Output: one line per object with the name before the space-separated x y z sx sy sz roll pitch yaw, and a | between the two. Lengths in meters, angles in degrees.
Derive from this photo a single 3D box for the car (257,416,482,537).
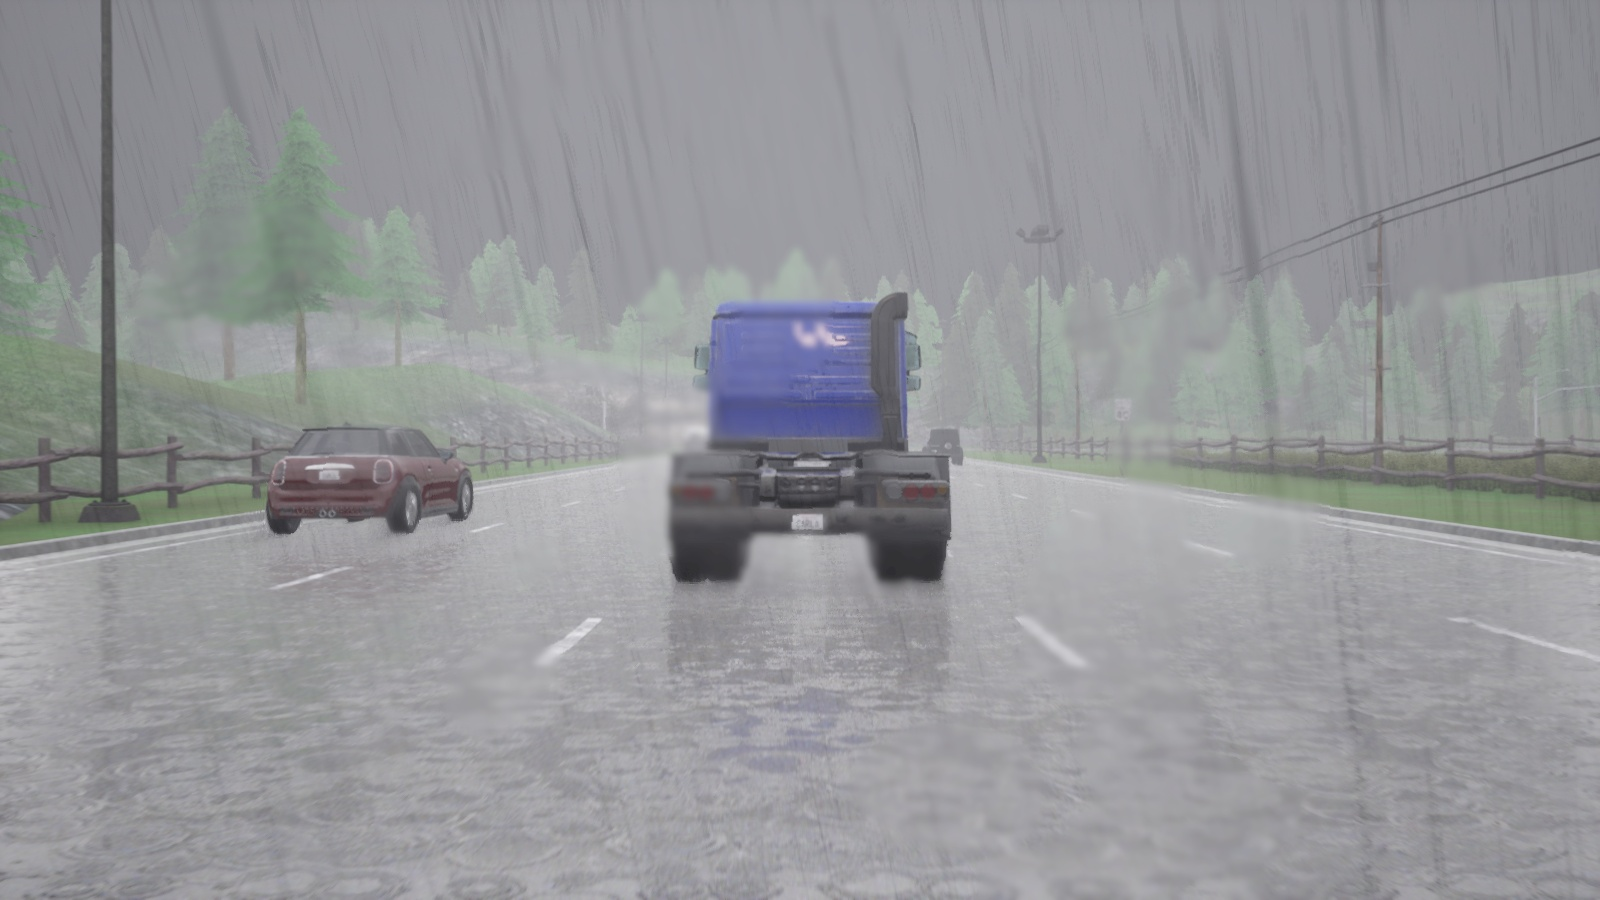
car | -6.869 0.366 20.632 2.097 1.767 4.553 0 1 0

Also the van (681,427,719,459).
van | -6.526 -0.462 82.260 2.069 2.038 4.480 0 1 0

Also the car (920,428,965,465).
car | 7.379 -0.187 65.201 1.905 1.878 3.866 0 1 0

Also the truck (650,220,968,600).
truck | 0.102 -0.410 15.431 2.891 3.462 7.936 0 1 0
